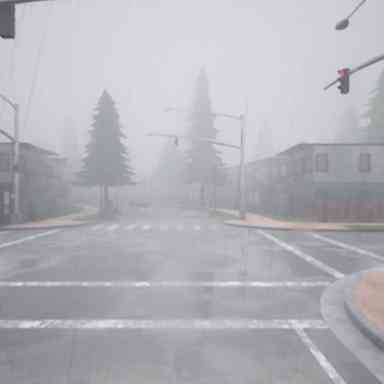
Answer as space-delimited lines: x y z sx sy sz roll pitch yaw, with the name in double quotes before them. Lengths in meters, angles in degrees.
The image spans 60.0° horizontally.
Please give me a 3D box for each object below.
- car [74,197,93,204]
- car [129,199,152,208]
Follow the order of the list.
"car" -22.909 1.663 69.829 2.033 1.411 5.357 0 0 -45
"car" -7.731 1.693 49.788 1.895 1.301 4.718 0 0 -31
